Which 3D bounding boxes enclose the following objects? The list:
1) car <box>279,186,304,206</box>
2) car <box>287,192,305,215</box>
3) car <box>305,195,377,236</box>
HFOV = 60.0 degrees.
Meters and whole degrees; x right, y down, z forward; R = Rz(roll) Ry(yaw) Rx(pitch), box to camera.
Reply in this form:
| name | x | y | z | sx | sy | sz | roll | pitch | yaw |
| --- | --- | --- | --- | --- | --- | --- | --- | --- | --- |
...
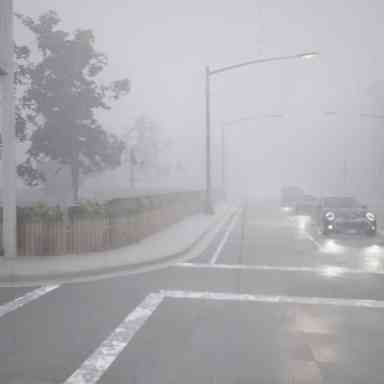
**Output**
| name | x | y | z | sx | sy | sz | roll | pitch | yaw |
| --- | --- | --- | --- | --- | --- | --- | --- | --- | --- |
| car | 10.703 | 0.369 | 35.990 | 2.150 | 2.045 | 5.566 | 0 | 1 | 11 |
| car | 8.755 | 0.954 | 25.513 | 1.994 | 1.385 | 4.181 | 0 | 1 | 11 |
| car | 6.946 | 0.968 | 15.734 | 2.097 | 1.767 | 4.553 | 0 | 1 | 11 |
